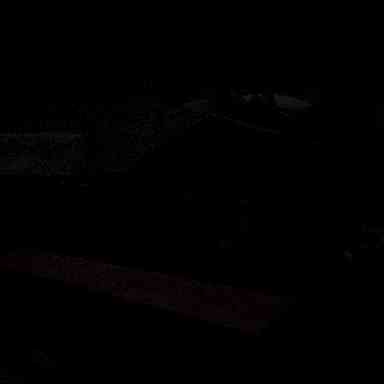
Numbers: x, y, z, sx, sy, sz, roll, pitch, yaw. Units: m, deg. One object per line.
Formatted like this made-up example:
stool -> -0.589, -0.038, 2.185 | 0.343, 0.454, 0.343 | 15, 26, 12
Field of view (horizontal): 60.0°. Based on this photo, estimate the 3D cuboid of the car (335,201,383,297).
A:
car -> 4.524, 1.175, 7.327 | 1.905, 1.878, 3.866 | 0, 0, 35
